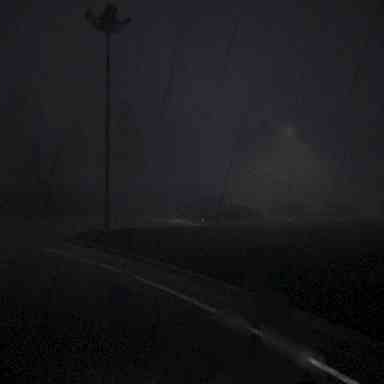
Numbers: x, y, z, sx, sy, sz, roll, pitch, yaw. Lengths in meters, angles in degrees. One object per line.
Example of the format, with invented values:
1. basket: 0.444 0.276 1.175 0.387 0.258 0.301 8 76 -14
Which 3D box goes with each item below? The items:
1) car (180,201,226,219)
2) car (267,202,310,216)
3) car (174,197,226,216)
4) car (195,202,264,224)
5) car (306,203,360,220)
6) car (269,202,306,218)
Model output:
1. car: 1.423 1.823 30.134 4.181 1.385 1.994 0 -1 -24
2. car: 11.156 1.894 38.264 4.674 1.442 1.812 0 0 -24
3. car: 1.009 1.509 33.760 5.566 2.045 2.150 0 -1 -23
4. car: 3.273 1.789 27.128 5.357 1.411 2.033 0 -1 -24
5. car: 13.741 1.802 31.760 5.008 1.535 1.882 0 0 -24
6. car: 9.934 1.890 33.897 4.181 1.385 1.994 0 -1 -24
